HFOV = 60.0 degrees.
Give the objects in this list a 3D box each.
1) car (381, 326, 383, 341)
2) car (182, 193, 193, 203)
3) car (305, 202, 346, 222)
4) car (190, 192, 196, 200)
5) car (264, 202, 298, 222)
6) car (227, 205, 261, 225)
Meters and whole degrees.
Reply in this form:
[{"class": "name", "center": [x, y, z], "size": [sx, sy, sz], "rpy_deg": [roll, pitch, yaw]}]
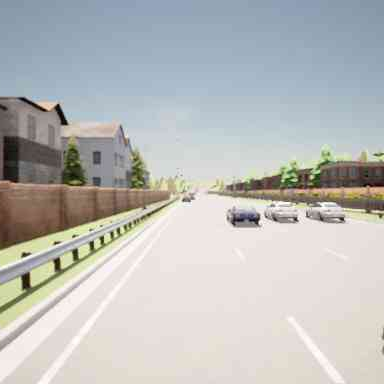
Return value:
[{"class": "car", "center": [3.600, 1.565, 2.876], "size": [1.994, 1.385, 4.181], "rpy_deg": [0, 0, 0]}, {"class": "car", "center": [-1.239, 1.541, 72.083], "size": [1.812, 1.442, 4.674], "rpy_deg": [0, 0, 0]}, {"class": "car", "center": [10.581, 1.532, 26.588], "size": [1.812, 1.442, 4.674], "rpy_deg": [0, 0, 0]}, {"class": "car", "center": [-0.016, 1.453, 89.014], "size": [1.895, 1.301, 4.718], "rpy_deg": [0, 0, 0]}, {"class": "car", "center": [7.081, 1.532, 26.646], "size": [1.812, 1.442, 4.674], "rpy_deg": [0, 0, 0]}, {"class": "car", "center": [3.595, 1.606, 24.065], "size": [1.895, 1.301, 4.718], "rpy_deg": [0, 0, 0]}]
